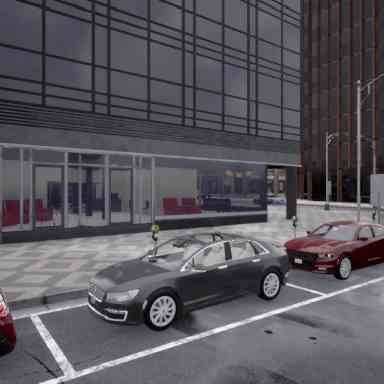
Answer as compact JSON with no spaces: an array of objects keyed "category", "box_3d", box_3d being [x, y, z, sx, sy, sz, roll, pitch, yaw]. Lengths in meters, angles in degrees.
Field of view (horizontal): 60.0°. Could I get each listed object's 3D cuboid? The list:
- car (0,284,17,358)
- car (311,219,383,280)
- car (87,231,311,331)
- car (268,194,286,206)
[{"category":"car","box_3d":[-4.293,1.440,3.587,4.097,1.590,1.967,0,0,-36]},{"category":"car","box_3d":[4.586,1.545,9.933,4.507,1.381,1.887,0,0,-36]},{"category":"car","box_3d":[0.147,1.551,6.760,4.403,1.369,2.008,0,0,-36]},{"category":"car","box_3d":[9.642,1.003,41.306,1.812,1.442,4.674,0,1,-35]}]
